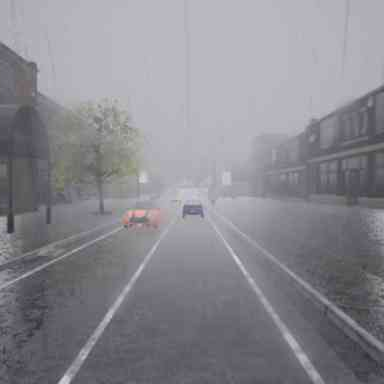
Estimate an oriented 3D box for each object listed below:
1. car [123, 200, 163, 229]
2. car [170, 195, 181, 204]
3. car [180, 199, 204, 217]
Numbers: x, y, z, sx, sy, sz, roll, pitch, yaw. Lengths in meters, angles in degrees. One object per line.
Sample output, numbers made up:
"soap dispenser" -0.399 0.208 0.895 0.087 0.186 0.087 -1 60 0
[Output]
"car" -3.106 1.384 21.871 2.097 1.767 4.553 0 0 0
"car" -3.040 1.387 63.145 1.882 1.535 5.008 0 1 0
"car" 0.088 1.527 31.794 1.882 1.535 5.008 0 0 0
